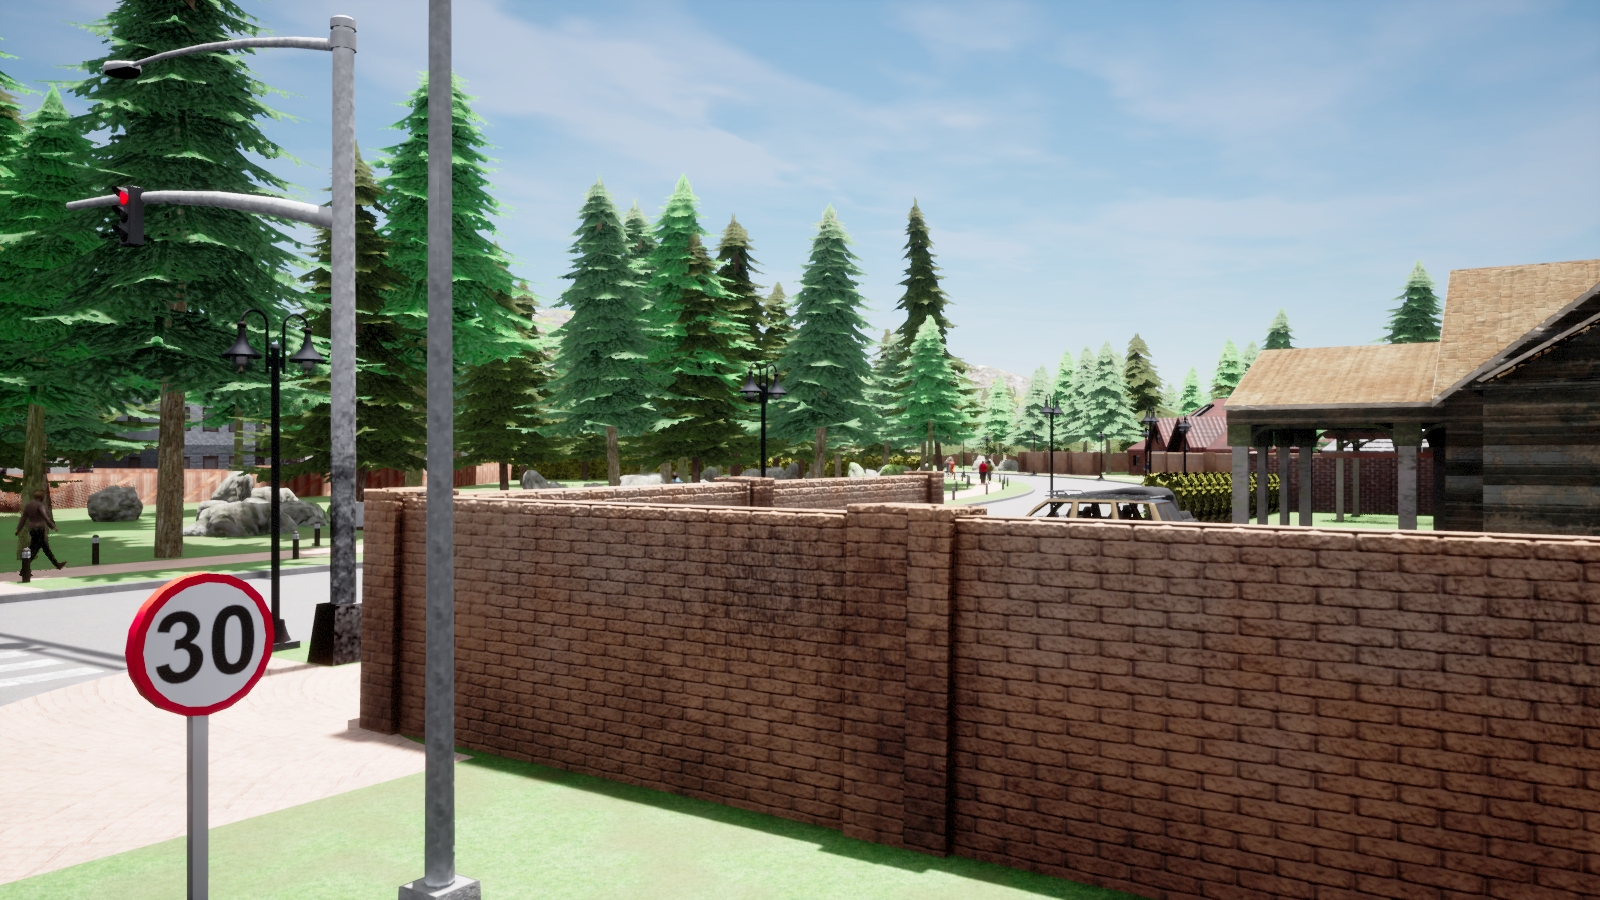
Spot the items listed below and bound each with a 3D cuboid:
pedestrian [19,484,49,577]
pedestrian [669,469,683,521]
[{"bbox_3d":[-15.770,1.647,23.515,0.375,1.860,0.375,0,0,23],"label":"pedestrian"},{"bbox_3d":[-4.538,1.646,41.884,0.375,1.860,0.375,0,0,34],"label":"pedestrian"}]
